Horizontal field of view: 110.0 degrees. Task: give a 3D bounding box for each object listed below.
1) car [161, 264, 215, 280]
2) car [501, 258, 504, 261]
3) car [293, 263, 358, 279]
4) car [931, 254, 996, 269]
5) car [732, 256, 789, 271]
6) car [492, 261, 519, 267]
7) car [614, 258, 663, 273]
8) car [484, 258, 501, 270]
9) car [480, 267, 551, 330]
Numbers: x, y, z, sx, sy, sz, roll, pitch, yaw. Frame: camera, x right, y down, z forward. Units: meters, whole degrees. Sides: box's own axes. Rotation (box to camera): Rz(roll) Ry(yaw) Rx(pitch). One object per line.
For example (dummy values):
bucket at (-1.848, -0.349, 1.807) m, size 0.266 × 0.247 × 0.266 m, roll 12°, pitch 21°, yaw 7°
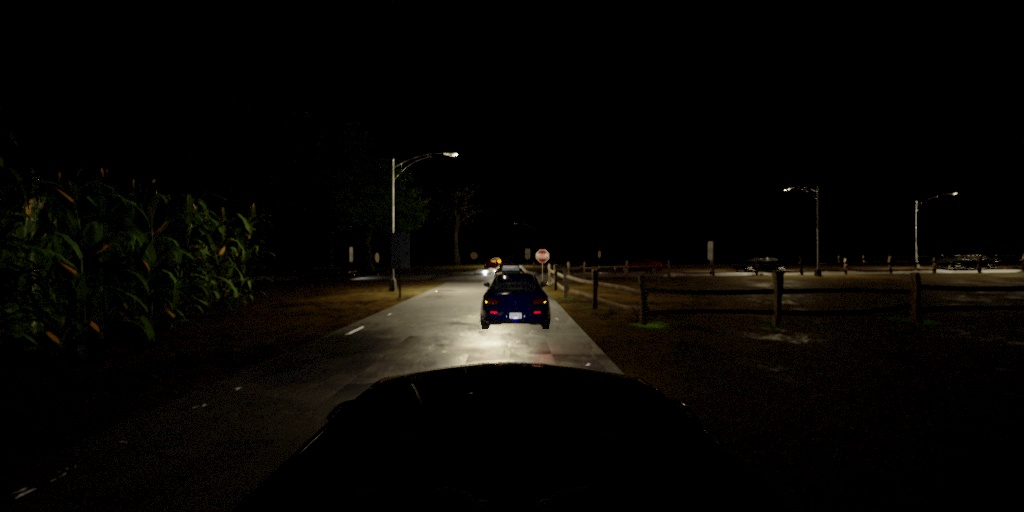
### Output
car at (-29.891, 1.453, 33.194) m, size 5.008 × 1.535 × 1.882 m, roll -1°, pitch 1°, yaw 0°
car at (-2.790, 1.057, 61.933) m, size 1.882 × 1.535 × 5.008 m, roll 0°, pitch 1°, yaw 0°
car at (-17.215, 1.381, 33.142) m, size 5.357 × 1.411 × 2.033 m, roll -1°, pitch 1°, yaw 0°
car at (44.778, 0.574, 35.619) m, size 4.892 × 1.490 × 1.837 m, roll 0°, pitch 1°, yaw 1°
car at (24.726, 0.784, 35.802) m, size 5.008 × 1.535 × 1.882 m, roll -1°, pitch 1°, yaw 1°
car at (-0.194, 1.227, 24.511) m, size 1.994 × 1.385 × 4.181 m, roll 0°, pitch 0°, yaw -4°
car at (12.630, 0.974, 35.916) m, size 4.674 × 1.442 × 1.812 m, roll -1°, pitch 1°, yaw 2°
car at (-2.783, 1.196, 48.654) m, size 1.895 × 1.301 × 4.718 m, roll 0°, pitch 0°, yaw -1°
car at (0.102, 1.236, 10.808) m, size 1.812 × 1.442 × 4.674 m, roll 0°, pitch 0°, yaw 0°
